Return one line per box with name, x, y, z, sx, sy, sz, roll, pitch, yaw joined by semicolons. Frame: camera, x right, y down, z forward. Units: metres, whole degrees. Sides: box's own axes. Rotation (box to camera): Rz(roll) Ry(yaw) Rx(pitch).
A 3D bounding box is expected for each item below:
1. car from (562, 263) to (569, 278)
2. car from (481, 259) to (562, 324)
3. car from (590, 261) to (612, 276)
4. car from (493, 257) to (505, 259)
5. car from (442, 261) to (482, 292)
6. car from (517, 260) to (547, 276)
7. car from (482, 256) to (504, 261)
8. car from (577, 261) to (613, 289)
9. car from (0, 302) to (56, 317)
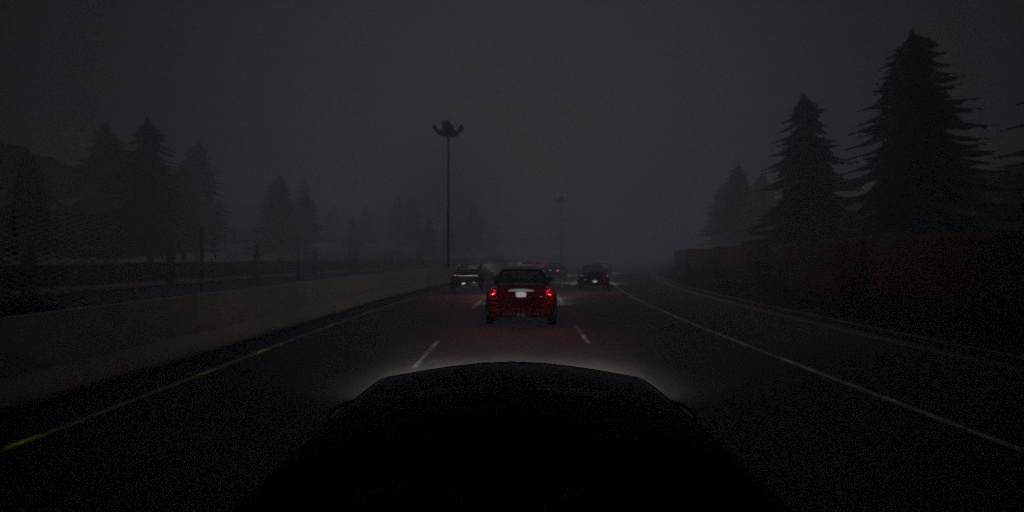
car;4.065;1.297;33.474;2.033;1.411;5.357;0;0;17
car;0.366;1.102;12.168;2.097;1.767;4.553;0;0;3
car;9.750;1.275;39.109;1.812;1.442;4.674;0;0;21
car;-0.483;1.252;51.087;1.837;1.490;4.892;0;0;26
car;-2.188;1.241;21.186;2.128;1.511;4.902;0;0;8
car;2.233;1.227;38.909;1.882;1.535;5.008;0;0;19
car;-2.920;0.971;54.106;2.150;2.045;5.566;0;0;27
car;5.144;1.275;22.813;1.812;1.442;4.674;0;0;10
car;-10.616;1.297;5.308;2.033;1.411;5.357;0;0;0
